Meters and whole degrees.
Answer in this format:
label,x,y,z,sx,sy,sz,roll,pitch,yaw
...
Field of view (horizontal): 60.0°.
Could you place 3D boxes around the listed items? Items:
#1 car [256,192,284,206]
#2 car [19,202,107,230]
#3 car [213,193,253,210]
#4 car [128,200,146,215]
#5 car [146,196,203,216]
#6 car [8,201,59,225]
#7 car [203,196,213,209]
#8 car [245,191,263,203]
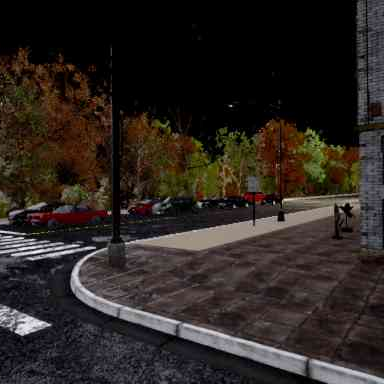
label,x,y,z,sx,sy,sz,roll,pitch,yaw
car,11.128,1.061,46.102,1.837,1.490,4.892,-1,0,37
car,-7.678,1.483,20.590,1.895,1.301,4.718,-1,0,36
car,4.758,1.173,37.510,1.837,1.490,4.892,-1,0,36
car,-4.007,1.380,31.084,1.994,1.385,4.181,-1,0,36
car,-1.447,1.125,29.086,2.097,1.767,4.553,-1,0,36
car,-10.003,1.427,22.934,1.837,1.490,4.892,-1,-1,36
car,2.385,1.198,39.768,2.128,1.511,4.902,-1,0,36
car,8.726,0.817,48.320,2.150,2.045,5.566,-1,0,37
